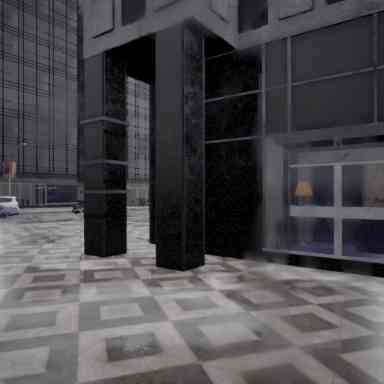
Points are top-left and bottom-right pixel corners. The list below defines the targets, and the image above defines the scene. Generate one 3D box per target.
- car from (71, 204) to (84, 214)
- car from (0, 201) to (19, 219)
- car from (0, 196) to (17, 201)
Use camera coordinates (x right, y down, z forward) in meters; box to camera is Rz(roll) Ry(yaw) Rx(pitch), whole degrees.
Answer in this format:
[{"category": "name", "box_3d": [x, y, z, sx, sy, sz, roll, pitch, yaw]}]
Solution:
[{"category": "car", "box_3d": [-11.886, 1.907, 38.650, 1.994, 1.385, 4.181, 0, -1, 36]}, {"category": "car", "box_3d": [-18.418, 1.742, 29.612, 2.033, 1.411, 5.357, 0, -1, 36]}, {"category": "car", "box_3d": [-20.094, 1.449, 32.834, 2.150, 2.045, 5.566, 0, -1, 36]}]
